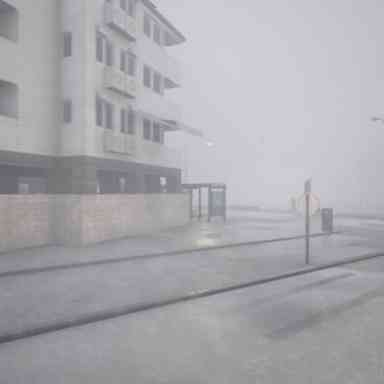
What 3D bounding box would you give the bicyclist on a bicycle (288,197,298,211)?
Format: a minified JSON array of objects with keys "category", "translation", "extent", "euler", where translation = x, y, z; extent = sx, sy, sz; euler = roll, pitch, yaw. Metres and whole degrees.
[{"category":"bicyclist on a bicycle","translation":[11.279,1.365,37.129],"extent":[1.656,1.620,0.582],"euler":[0,0,-35]}]
